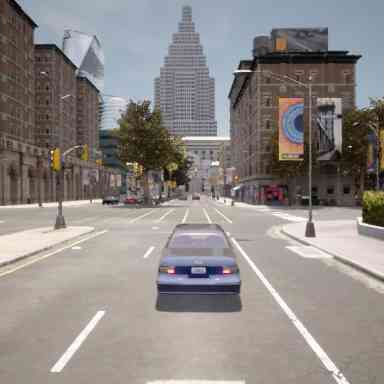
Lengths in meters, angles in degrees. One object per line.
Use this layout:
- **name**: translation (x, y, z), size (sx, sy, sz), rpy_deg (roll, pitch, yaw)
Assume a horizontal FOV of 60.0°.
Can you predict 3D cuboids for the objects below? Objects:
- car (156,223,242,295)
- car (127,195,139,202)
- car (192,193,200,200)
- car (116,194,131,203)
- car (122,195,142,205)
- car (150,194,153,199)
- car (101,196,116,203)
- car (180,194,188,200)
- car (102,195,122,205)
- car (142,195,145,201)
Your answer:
- **car**: translation (0.171, 1.547, 8.882), size (2.033, 1.411, 5.357), rpy_deg (0, 0, 1)
- **car**: translation (-14.023, 1.478, 78.828), size (1.882, 1.535, 5.008), rpy_deg (0, 0, 1)
- **car**: translation (1.118, 1.350, 89.961), size (2.097, 1.767, 4.553), rpy_deg (0, 0, 1)
- **car**: translation (-14.151, 1.355, 68.729), size (2.097, 1.767, 4.553), rpy_deg (0, 0, 1)
- **car**: translation (-10.832, 1.478, 59.804), size (1.882, 1.535, 5.008), rpy_deg (0, 0, 1)
- **car**: translation (-10.514, 1.355, 79.588), size (2.097, 1.767, 4.553), rpy_deg (0, 0, 1)
- **car**: translation (-17.387, 1.595, 69.776), size (1.895, 1.301, 4.718), rpy_deg (0, 0, 1)
- **car**: translation (-2.386, 1.540, 89.603), size (2.033, 1.411, 5.357), rpy_deg (0, 0, 1)
- **car**: translation (-14.351, 1.601, 58.622), size (1.895, 1.301, 4.718), rpy_deg (0, 0, 1)
- **car**: translation (-10.640, 1.500, 69.600), size (1.837, 1.490, 4.892), rpy_deg (0, 0, 1)
